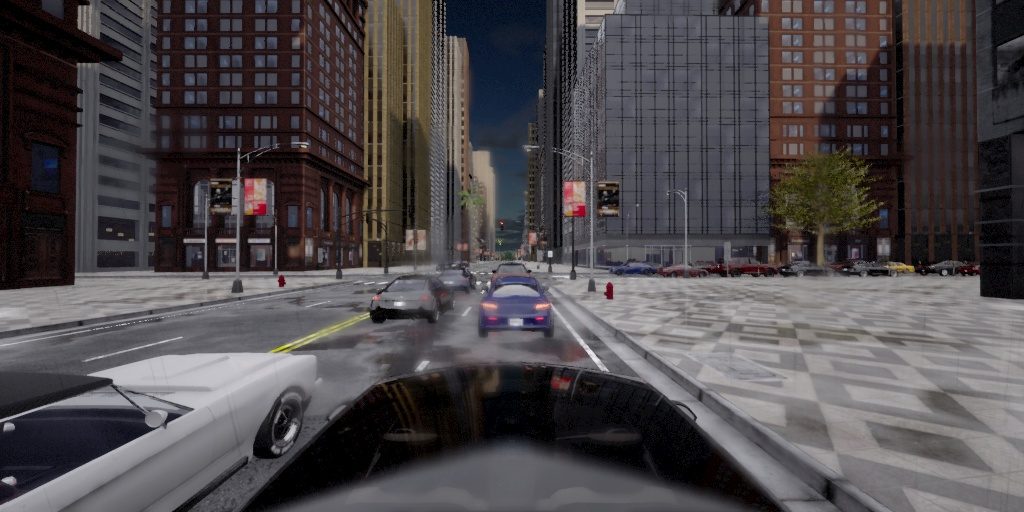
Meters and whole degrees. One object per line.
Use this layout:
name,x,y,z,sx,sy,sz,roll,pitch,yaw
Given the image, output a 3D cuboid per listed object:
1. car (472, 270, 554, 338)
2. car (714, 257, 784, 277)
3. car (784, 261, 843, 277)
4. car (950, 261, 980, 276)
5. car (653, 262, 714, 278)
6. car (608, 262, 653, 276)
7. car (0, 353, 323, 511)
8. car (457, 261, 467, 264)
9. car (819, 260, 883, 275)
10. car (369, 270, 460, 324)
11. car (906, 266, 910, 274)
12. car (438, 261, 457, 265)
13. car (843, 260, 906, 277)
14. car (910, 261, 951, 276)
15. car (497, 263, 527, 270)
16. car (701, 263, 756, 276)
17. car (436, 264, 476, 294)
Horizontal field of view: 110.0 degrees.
car,0.099,1.284,10.124,1.812,1.442,4.674,0,0,0
car,20.934,1.041,32.242,5.009,1.841,2.192,0,0,-1
car,26.571,1.276,32.333,4.313,1.339,1.948,0,0,-1
car,43.484,1.214,32.608,4.507,1.381,1.888,0,0,-1
car,15.295,1.327,32.150,4.207,1.307,1.802,0,0,-1
car,12.594,1.348,37.893,4.674,1.442,1.812,0,-1,0
car,-3.154,1.351,2.081,1.895,1.301,4.718,0,0,0
car,-9.861,1.545,63.138,2.128,1.511,4.902,0,0,0
car,36.106,1.231,38.251,5.008,1.535,1.882,0,-1,0
car,-3.158,1.327,12.116,1.994,1.385,4.181,0,0,0
car,43.181,1.296,41.129,4.829,1.417,1.751,0,0,-1
car,-9.877,1.544,52.852,1.994,1.385,4.181,0,0,0
car,32.208,1.260,32.425,4.313,1.339,1.948,0,0,-1
car,42.776,1.206,35.222,4.892,1.490,1.837,0,-1,-1
car,-0.012,1.135,19.110,2.097,1.767,4.553,0,0,0
car,22.887,1.389,38.048,4.718,1.301,1.895,0,-1,-1
car,-3.164,1.353,20.504,1.994,1.385,4.181,0,0,0
